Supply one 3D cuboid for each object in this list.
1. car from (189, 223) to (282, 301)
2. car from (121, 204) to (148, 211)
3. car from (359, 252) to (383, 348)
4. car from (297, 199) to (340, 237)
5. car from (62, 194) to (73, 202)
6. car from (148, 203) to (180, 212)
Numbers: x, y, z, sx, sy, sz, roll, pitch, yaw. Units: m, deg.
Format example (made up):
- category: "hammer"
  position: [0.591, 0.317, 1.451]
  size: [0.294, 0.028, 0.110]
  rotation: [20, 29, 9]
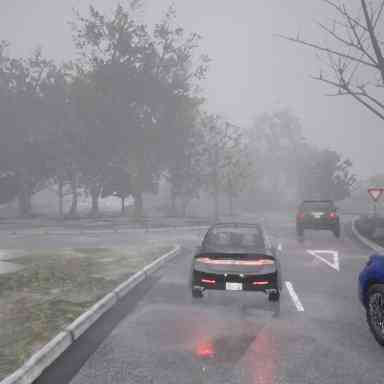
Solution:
- category: "car"
  position: [1.118, 1.531, 8.469]
  size: [2.128, 1.511, 4.902]
  rotation: [0, -1, 8]
- category: "car"
  position: [-9.915, 2.711, 59.532]
  size: [5.357, 1.411, 2.033]
  rotation: [0, -1, 0]
- category: "car"
  position: [3.679, 1.226, 3.056]
  size: [2.150, 2.045, 5.566]
  rotation: [0, 0, 3]
- category: "car"
  position: [7.471, 1.416, 19.685]
  size: [2.150, 2.045, 5.566]
  rotation: [-1, -1, 21]
- category: "car"
  position: [-32.660, 1.889, 85.412]
  size: [1.946, 1.575, 5.366]
  rotation: [0, 2, -12]
- category: "car"
  position: [-4.327, 2.590, 55.408]
  size: [4.674, 1.442, 1.812]
  rotation: [0, -2, 20]
